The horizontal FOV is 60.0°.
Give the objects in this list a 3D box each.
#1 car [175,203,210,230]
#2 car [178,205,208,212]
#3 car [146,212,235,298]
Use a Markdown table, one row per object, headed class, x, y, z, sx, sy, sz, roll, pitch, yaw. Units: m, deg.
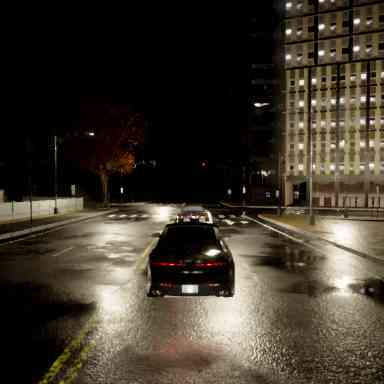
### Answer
| class | x | y | z | sx | sy | sz | roll | pitch | yaw |
| --- | --- | --- | --- | --- | --- | --- | --- | --- | --- |
| car | 0.040 | 1.547 | 22.347 | 2.033 | 1.411 | 5.357 | 0 | 0 | 0 |
| car | 0.102 | 1.488 | 13.323 | 2.128 | 1.511 | 4.902 | 0 | 0 | 0 |
| car | -0.020 | 1.503 | 8.499 | 1.837 | 1.490 | 4.892 | 0 | 0 | 0 |
